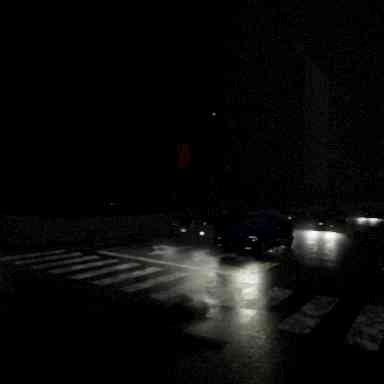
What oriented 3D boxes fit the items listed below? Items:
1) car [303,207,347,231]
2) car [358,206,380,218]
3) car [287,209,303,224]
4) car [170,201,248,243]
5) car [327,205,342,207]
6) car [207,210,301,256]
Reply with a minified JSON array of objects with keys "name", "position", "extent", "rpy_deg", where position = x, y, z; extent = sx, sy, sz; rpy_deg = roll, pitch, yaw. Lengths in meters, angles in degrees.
[{"name":"car","position":[10.069,2.058,24.664],"extent":[1.994,1.385,4.181],"rpy_deg":[0,-1,36]},{"name":"car","position":[21.904,2.454,41.116],"extent":[1.994,1.385,4.181],"rpy_deg":[0,-1,36]},{"name":"car","position":[8.081,2.106,27.473],"extent":[1.895,1.301,4.718],"rpy_deg":[0,-1,35]},{"name":"car","position":[1.187,1.499,17.822],"extent":[2.150,2.045,5.566],"rpy_deg":[0,-1,36]},{"name":"car","position":[17.191,2.317,40.165],"extent":[1.837,1.490,4.892],"rpy_deg":[0,-2,36]},{"name":"car","position":[2.918,1.736,14.628],"extent":[1.882,1.535,5.008],"rpy_deg":[0,-1,36]}]
